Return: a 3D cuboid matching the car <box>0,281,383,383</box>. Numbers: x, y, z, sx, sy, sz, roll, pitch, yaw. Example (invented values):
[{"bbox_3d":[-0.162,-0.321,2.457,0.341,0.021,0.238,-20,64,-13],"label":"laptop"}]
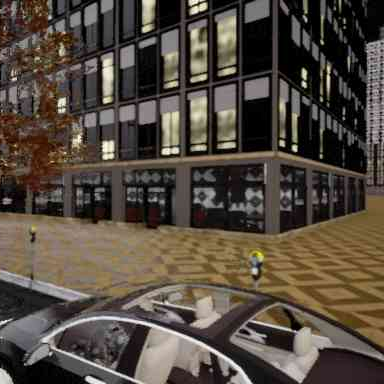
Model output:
[{"bbox_3d":[-0.216,1.550,3.023,4.403,1.369,2.008,0,0,35],"label":"car"}]
